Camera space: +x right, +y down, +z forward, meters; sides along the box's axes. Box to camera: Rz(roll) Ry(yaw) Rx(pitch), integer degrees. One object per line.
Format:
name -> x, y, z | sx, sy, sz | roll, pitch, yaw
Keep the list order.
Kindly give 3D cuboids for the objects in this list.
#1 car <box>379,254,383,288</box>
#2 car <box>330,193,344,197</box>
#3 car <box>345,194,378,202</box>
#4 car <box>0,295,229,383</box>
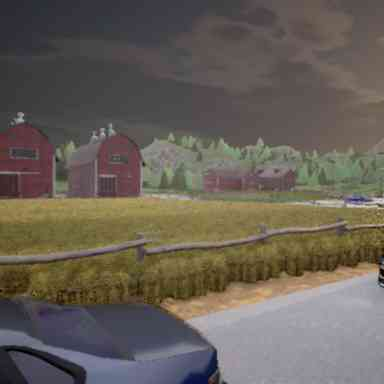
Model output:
car -> 6.280, 1.519, 7.771 | 4.902, 1.511, 2.128 | 0, 0, -34
car -> 38.364, 1.015, 86.791 | 1.932, 1.855, 4.605 | 0, 0, -35
car -> 34.471, 1.280, 67.898 | 2.242, 1.667, 4.611 | 0, 0, -35
car -> -2.226, 1.519, 1.973 | 5.357, 1.411, 2.033 | 1, 0, -34
